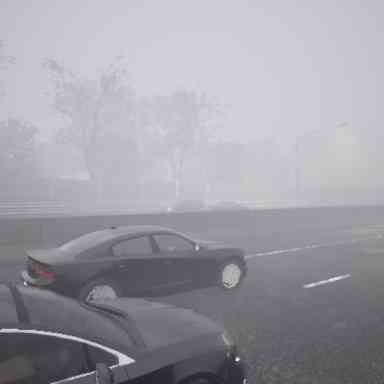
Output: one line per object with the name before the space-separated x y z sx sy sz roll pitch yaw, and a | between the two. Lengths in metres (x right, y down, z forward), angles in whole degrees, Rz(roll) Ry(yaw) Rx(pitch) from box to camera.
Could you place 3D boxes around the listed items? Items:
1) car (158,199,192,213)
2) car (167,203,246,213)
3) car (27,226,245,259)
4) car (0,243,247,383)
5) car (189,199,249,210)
car | -0.763 1.410 29.241 4.553 1.767 2.097 0 0 -35
car | 1.049 1.649 21.938 4.718 1.301 1.895 0 0 -35
car | -0.959 1.490 7.363 5.008 1.535 1.882 0 0 -36
car | -1.722 1.506 2.519 4.892 1.490 1.837 0 0 -35
car | 2.576 1.555 27.325 4.902 1.511 2.128 0 0 -35
